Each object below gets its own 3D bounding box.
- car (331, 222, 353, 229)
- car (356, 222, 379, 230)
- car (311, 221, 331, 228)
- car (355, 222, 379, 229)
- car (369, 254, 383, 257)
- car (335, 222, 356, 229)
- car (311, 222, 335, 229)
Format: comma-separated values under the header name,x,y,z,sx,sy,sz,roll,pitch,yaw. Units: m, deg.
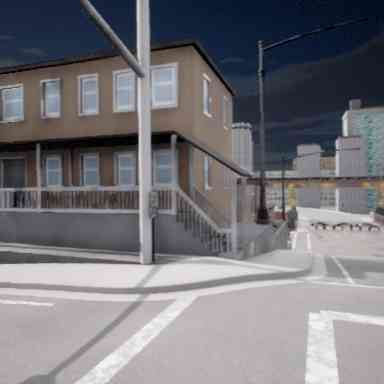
name,x,y,z,sx,sy,sz,roll,pitch,yaw
car,35.347,7.770,78.264,4.536,1.218,1.853,-1,1,-17
car,40.615,7.884,77.171,2.038,1.542,4.974,-1,1,-42
car,30.936,7.796,79.850,1.853,1.218,4.536,-1,1,-27
car,40.578,7.727,77.207,1.853,1.218,4.536,-1,1,-42
car,18.173,6.895,32.705,2.033,1.411,5.357,-1,-20,19
car,35.299,7.928,78.251,4.974,1.542,2.038,-1,1,-17
car,30.961,7.954,79.806,2.038,1.542,4.974,-1,1,-27
